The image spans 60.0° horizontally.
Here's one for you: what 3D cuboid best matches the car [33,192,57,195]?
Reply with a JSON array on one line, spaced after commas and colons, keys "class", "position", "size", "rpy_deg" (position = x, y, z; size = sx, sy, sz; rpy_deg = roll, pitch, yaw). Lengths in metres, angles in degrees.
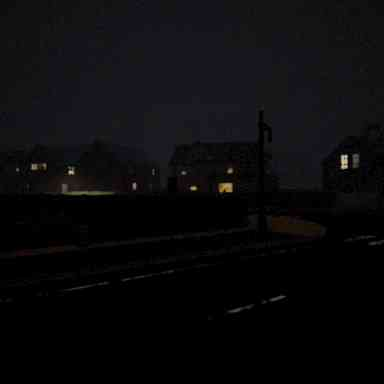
[{"class": "car", "position": [-13.074, 0.790, 30.138], "size": [4.902, 1.511, 2.128], "rpy_deg": [0, 1, 19]}]
